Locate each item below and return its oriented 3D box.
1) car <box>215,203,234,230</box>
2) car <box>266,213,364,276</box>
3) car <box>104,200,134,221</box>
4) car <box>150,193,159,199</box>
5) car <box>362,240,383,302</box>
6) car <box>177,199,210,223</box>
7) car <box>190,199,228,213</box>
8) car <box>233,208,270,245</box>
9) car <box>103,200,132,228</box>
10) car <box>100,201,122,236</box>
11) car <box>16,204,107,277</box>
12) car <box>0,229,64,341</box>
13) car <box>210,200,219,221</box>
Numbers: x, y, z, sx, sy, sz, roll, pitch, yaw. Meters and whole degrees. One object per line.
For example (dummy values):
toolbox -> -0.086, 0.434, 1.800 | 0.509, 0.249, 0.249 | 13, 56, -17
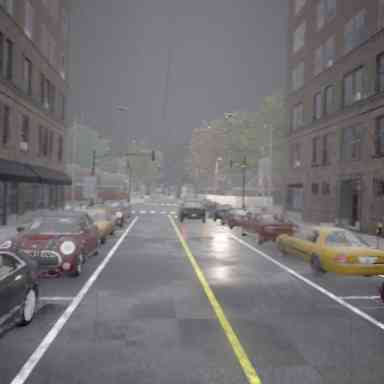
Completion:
car -> 2.960, 1.642, 21.350 | 1.802, 1.307, 4.206 | 2, 0, -6
car -> 4.109, 1.636, 10.545 | 1.752, 1.417, 4.829 | 2, 0, -6
car -> -5.599, 1.368, 25.988 | 1.802, 1.307, 4.206 | 2, 0, -6
car -> -9.643, 0.986, 85.963 | 2.097, 1.767, 4.553 | 2, 0, -6
car -> 4.708, 1.720, 4.888 | 1.802, 1.307, 4.206 | 2, 0, -6
car -> -0.082, 1.437, 25.621 | 1.882, 1.535, 5.008 | 2, 0, -5
car -> 2.005, 1.551, 38.148 | 4.181, 1.385, 1.994 | 1, 0, -45
car -> 3.544, 1.630, 15.863 | 1.887, 1.381, 4.507 | 2, 0, -6
car -> -5.012, 1.252, 20.500 | 1.967, 1.590, 4.097 | 2, 0, -6
car -> -4.414, 1.364, 14.843 | 1.752, 1.417, 4.829 | 2, 0, -6
car -> -3.846, 1.304, 9.524 | 1.967, 1.590, 4.097 | 2, 0, -6
car -> -3.266, 1.441, 4.036 | 2.008, 1.369, 4.403 | 2, 0, -6
car -> 2.377, 1.601, 26.838 | 1.947, 1.339, 4.313 | 2, 0, -6
